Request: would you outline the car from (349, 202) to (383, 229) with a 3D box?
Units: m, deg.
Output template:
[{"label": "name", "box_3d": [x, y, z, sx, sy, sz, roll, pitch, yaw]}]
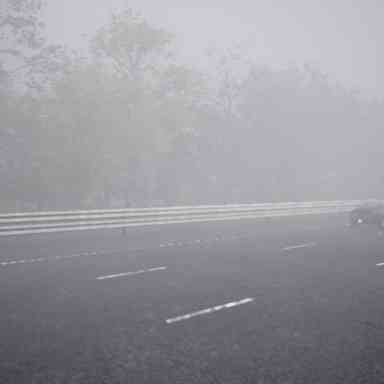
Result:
[{"label": "car", "box_3d": [11.707, 1.392, 20.674, 4.892, 1.490, 1.837, -1, 1, -35]}]
